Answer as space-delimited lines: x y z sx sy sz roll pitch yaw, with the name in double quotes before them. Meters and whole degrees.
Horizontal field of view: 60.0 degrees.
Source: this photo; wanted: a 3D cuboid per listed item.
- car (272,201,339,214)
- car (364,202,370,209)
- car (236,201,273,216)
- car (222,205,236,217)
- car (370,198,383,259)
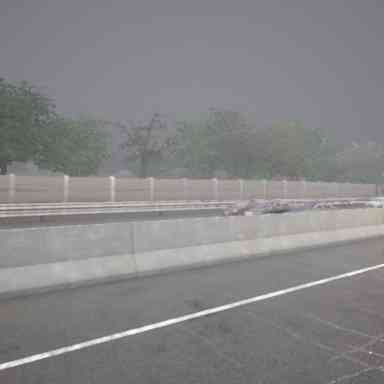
"car" 8.098 1.470 22.603 4.902 1.511 2.128 0 0 -35
"car" 23.753 1.480 42.118 4.674 1.442 1.812 0 0 -34
"car" 6.067 1.470 25.453 4.902 1.511 2.128 0 0 -35
"car" 4.765 1.503 28.818 4.674 1.442 1.812 0 0 -35
"car" 7.366 1.210 8.978 5.566 2.045 2.150 0 0 -35
